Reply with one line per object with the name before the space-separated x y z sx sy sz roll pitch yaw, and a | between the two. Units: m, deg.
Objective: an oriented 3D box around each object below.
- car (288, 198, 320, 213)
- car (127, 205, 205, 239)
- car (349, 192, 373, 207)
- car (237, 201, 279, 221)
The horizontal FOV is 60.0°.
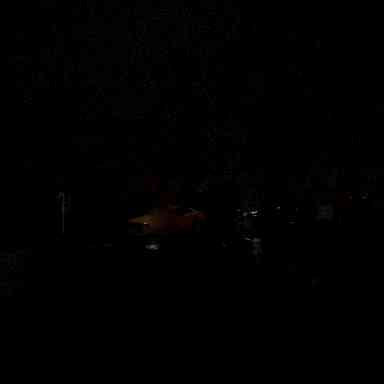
car | 12.195 1.405 35.847 2.033 1.411 5.357 -1 0 37
car | -1.279 1.501 18.063 1.882 1.535 5.008 -1 0 37
car | 22.968 0.959 45.214 2.150 2.045 5.566 -1 0 37
car | 5.442 1.442 26.940 1.837 1.490 4.892 -1 0 37
